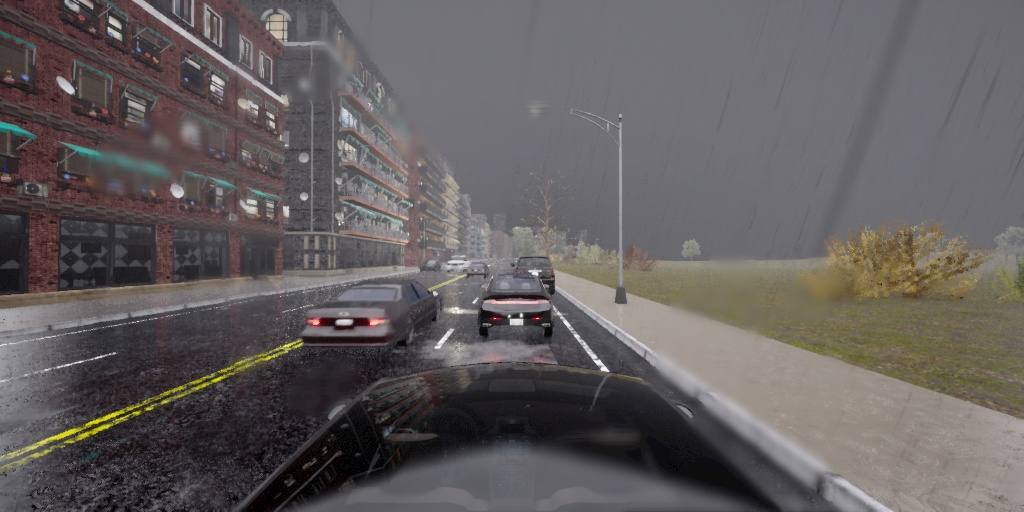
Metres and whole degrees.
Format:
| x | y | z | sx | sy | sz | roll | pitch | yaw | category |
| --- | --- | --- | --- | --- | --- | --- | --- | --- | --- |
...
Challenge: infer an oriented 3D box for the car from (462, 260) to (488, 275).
| x | y | z | sx | sy | sz | roll | pitch | yaw | category |
| --- | --- | --- | --- | --- | --- | --- | --- | --- | --- |
| -3.175 | 1.300 | 34.053 | 2.033 | 1.411 | 5.357 | 0 | 0 | 0 | car |

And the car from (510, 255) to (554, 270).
| x | y | z | sx | sy | sz | roll | pitch | yaw | category |
| --- | --- | --- | --- | --- | --- | --- | --- | --- | --- |
| 1.125 | 0.977 | 20.199 | 2.150 | 2.045 | 5.566 | 0 | 0 | 0 | car |

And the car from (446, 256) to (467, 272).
| x | y | z | sx | sy | sz | roll | pitch | yaw | category |
| --- | --- | --- | --- | --- | --- | --- | --- | --- | --- |
| -6.628 | 0.973 | 44.163 | 2.150 | 2.045 | 5.566 | 0 | 0 | 0 | car |

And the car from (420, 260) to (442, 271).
| x | y | z | sx | sy | sz | roll | pitch | yaw | category |
| --- | --- | --- | --- | --- | --- | --- | --- | --- | --- |
| -9.878 | 1.229 | 43.816 | 1.882 | 1.535 | 5.008 | 0 | 0 | 0 | car |

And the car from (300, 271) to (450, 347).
| x | y | z | sx | sy | sz | roll | pitch | yaw | category |
| --- | --- | --- | --- | --- | --- | --- | --- | --- | --- |
| -3.154 | 1.298 | 9.258 | 2.033 | 1.411 | 5.357 | 0 | 0 | 0 | car |

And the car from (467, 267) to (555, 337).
| x | y | z | sx | sy | sz | roll | pitch | yaw | category |
| --- | --- | --- | --- | --- | --- | --- | --- | --- | --- |
| 0.094 | 1.243 | 10.329 | 2.128 | 1.511 | 4.902 | 0 | 0 | 0 | car |
